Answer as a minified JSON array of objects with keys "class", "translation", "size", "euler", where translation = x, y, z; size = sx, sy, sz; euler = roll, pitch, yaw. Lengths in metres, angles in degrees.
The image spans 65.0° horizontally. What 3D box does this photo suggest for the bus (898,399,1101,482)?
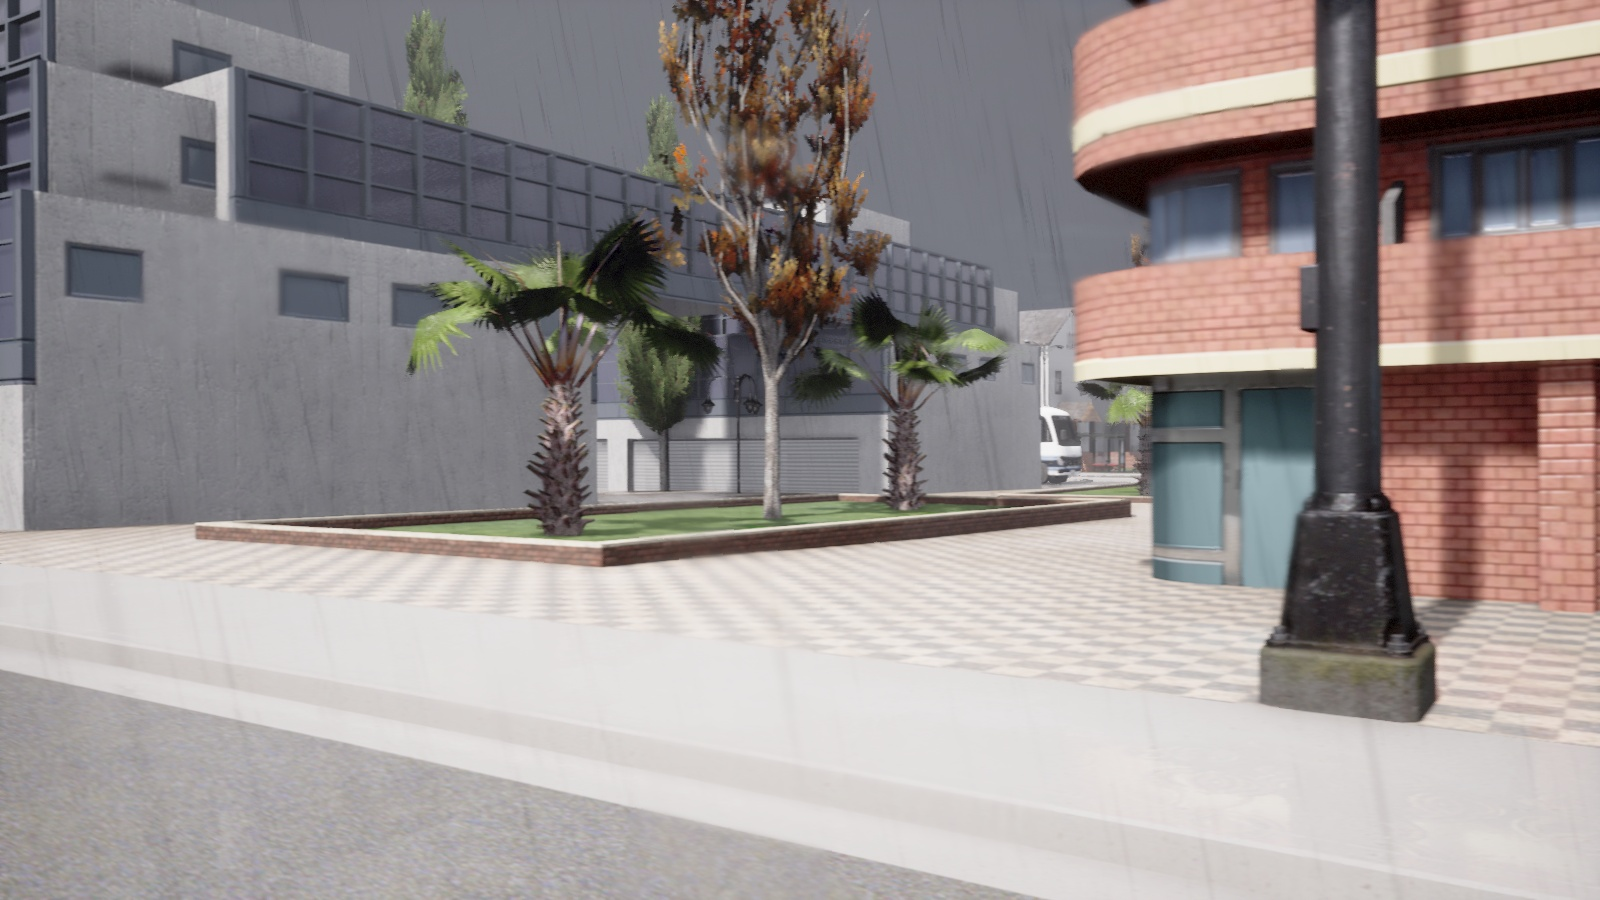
[{"class":"bus","translation":[10.901,-0.456,69.262],"size":[10.273,4.253,3.944],"euler":[-1,0,33]}]
